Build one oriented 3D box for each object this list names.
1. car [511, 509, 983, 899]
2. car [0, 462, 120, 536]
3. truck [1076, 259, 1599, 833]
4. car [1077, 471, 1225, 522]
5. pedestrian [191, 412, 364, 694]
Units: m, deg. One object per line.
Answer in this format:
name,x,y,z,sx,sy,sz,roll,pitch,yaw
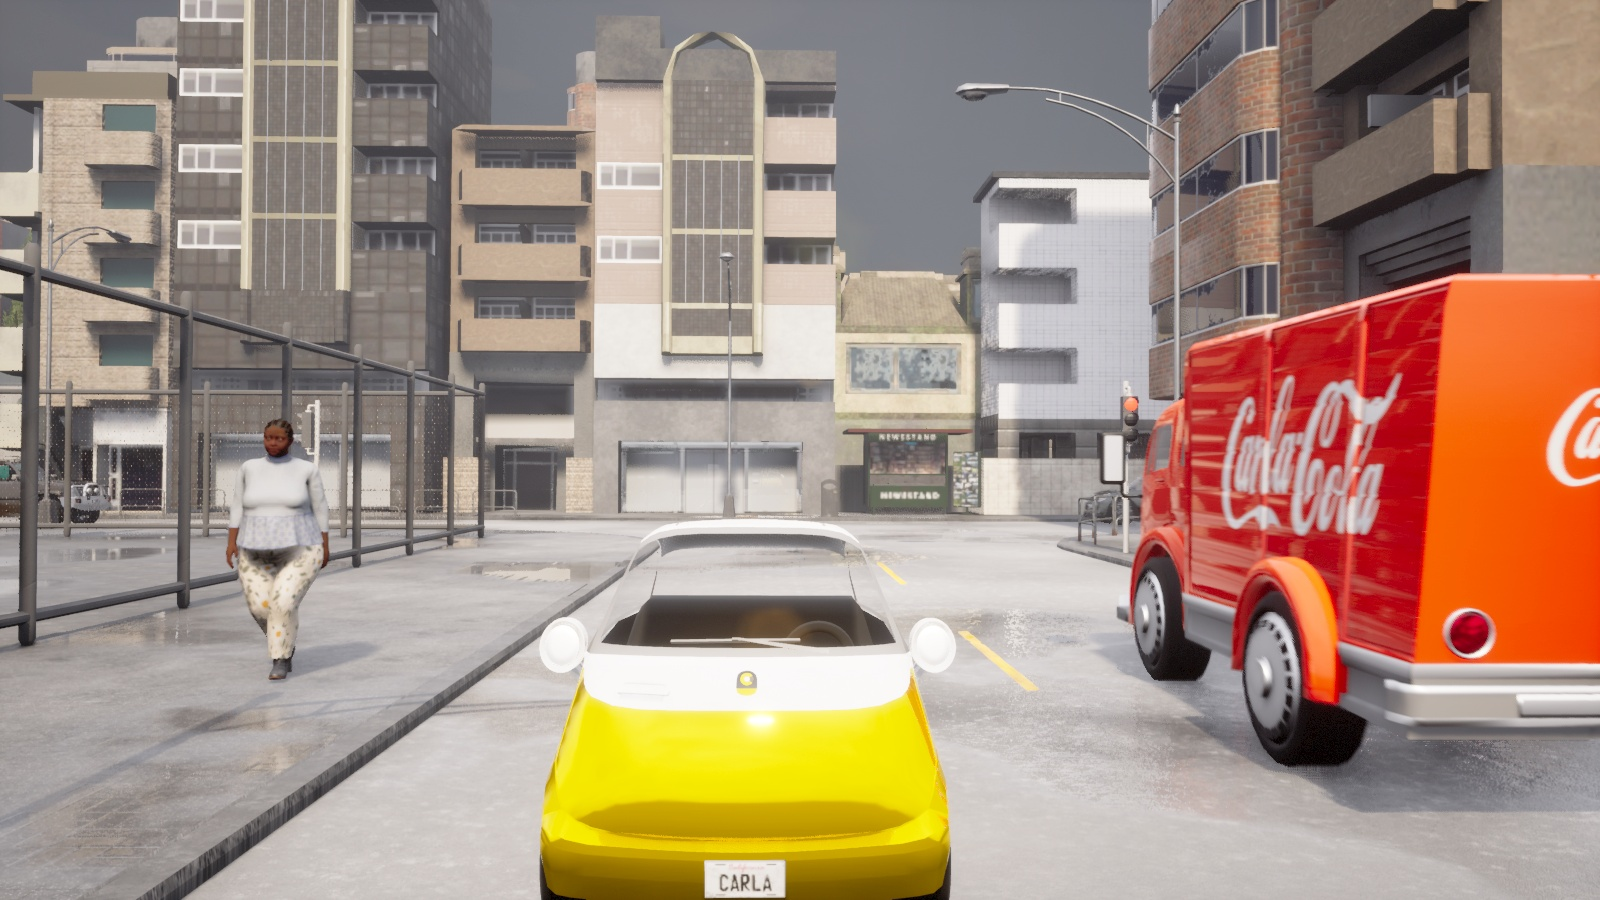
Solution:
car,-0.190,0.955,5.061,1.481,1.376,2.207,0,-1,-1
car,-20.481,1.259,32.573,4.605,1.855,1.932,0,-1,-1
truck,3.723,0.448,8.043,2.627,2.467,5.204,0,-1,-2
car,10.402,1.365,37.401,3.806,1.475,1.970,0,-1,-2
pedestrian,-3.621,0.686,8.782,0.874,1.855,0.900,0,-1,-4
